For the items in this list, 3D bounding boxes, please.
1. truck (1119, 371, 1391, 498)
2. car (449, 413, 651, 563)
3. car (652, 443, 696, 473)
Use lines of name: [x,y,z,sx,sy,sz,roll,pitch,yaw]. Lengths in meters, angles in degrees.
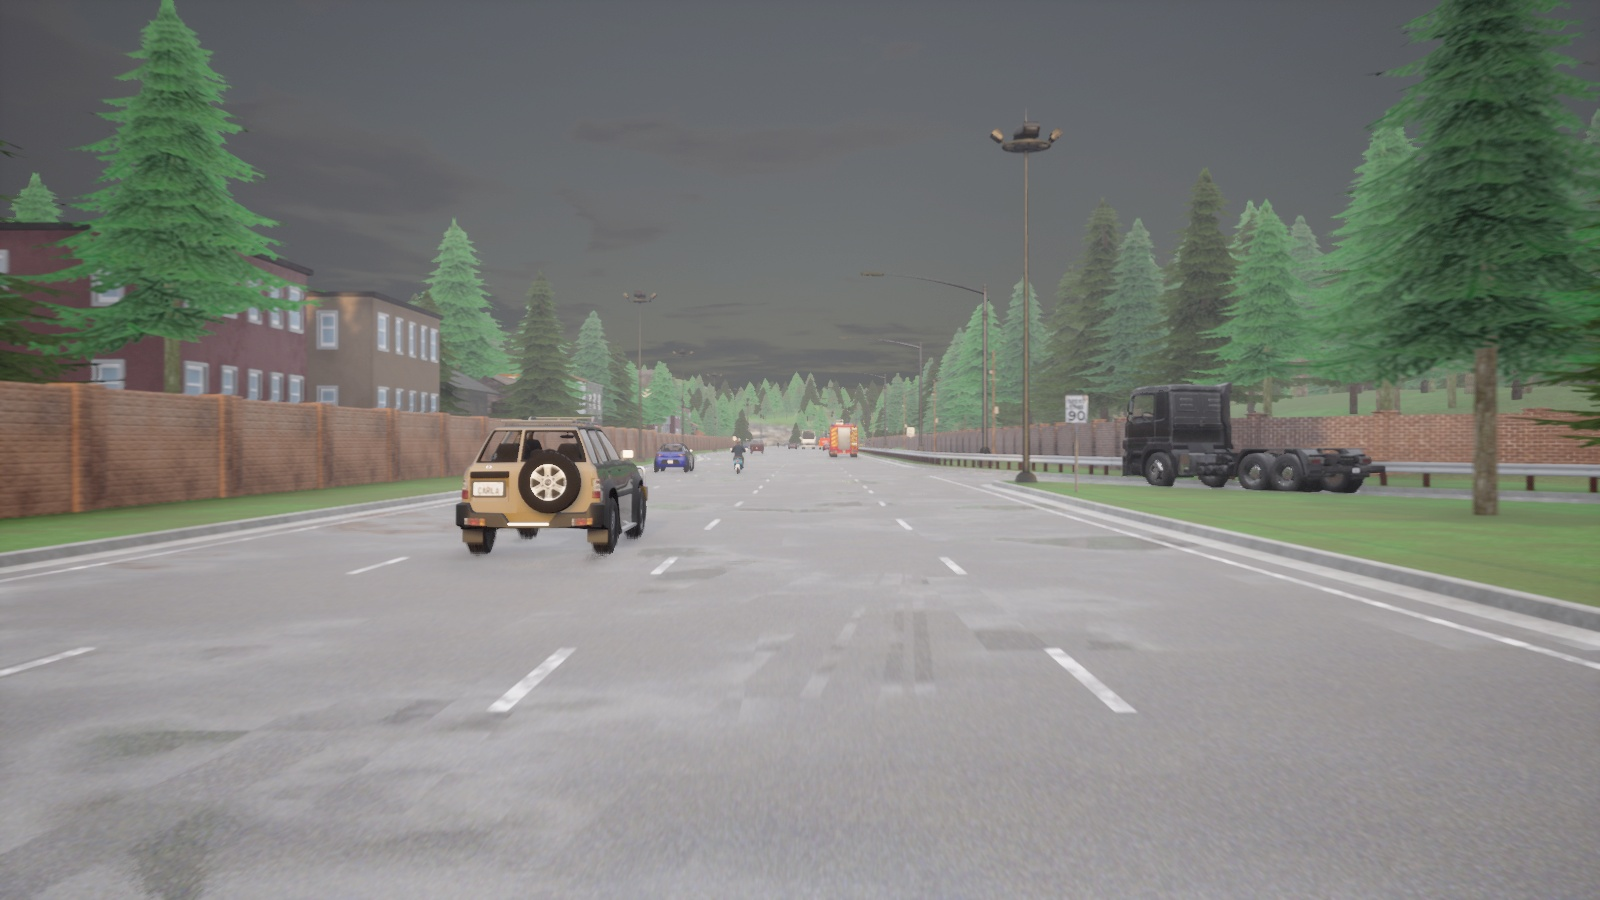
truck: [13.659,-0.444,38.537,2.891,3.462,7.936,0,0,-29]
car: [-3.383,0.458,17.910,1.932,1.855,4.605,0,0,0]
car: [-6.430,0.387,64.505,1.816,1.474,4.193,0,0,0]
